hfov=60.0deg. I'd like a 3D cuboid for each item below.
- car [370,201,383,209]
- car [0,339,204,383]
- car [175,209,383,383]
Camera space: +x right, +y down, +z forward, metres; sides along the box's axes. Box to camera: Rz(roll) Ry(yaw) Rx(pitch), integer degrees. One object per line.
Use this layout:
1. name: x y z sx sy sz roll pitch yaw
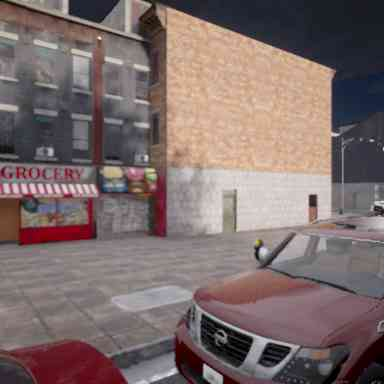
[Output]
1. car: 20.872 1.313 33.154 2.150 2.045 5.566 0 0 -36
2. car: -2.337 1.545 1.142 4.507 1.381 1.887 0 0 -36
3. car: 2.231 1.314 4.401 5.009 1.841 2.192 0 0 -36
